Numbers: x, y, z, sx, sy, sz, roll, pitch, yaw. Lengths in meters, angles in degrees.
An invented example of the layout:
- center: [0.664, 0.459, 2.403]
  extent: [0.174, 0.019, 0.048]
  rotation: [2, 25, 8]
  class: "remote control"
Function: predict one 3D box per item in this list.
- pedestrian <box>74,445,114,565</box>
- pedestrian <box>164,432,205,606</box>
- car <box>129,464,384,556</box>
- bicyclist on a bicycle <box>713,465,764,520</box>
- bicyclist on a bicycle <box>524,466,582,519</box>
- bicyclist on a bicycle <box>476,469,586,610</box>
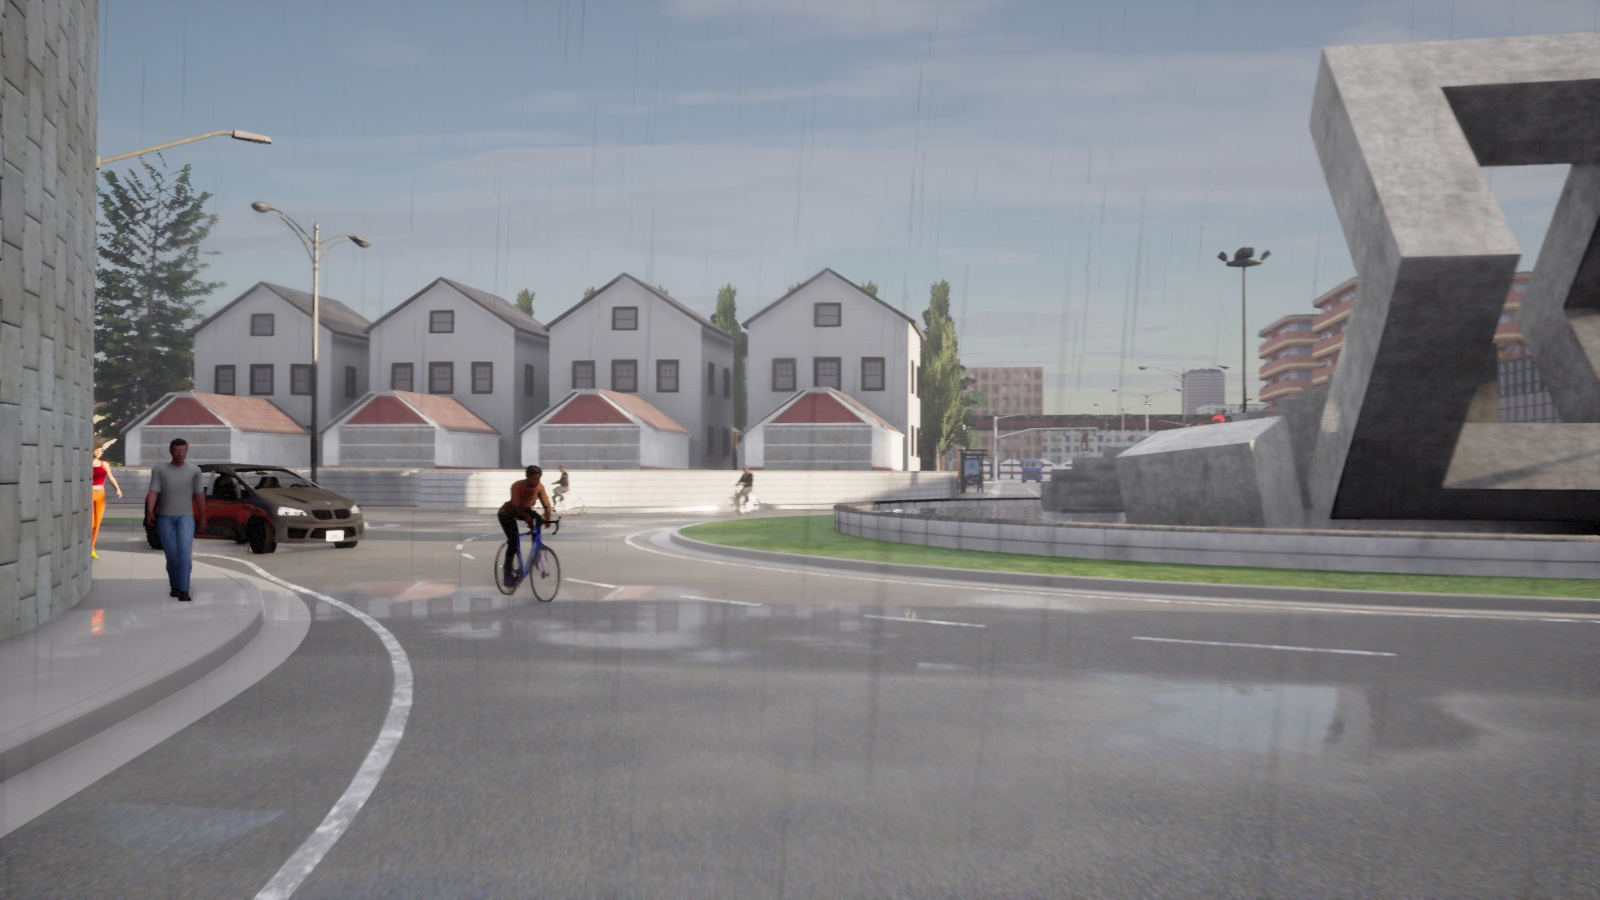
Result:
- center: [-11.019, 0.851, 19.596]
  extent: [0.594, 1.836, 0.345]
  rotation: [-1, -1, 39]
  class: "pedestrian"
- center: [-6.700, 0.731, 13.657]
  extent: [0.354, 1.836, 0.706]
  rotation: [0, -1, -29]
  class: "pedestrian"
- center: [-10.675, 1.124, 24.648]
  extent: [4.611, 1.667, 2.242]
  rotation: [-1, -1, 29]
  class: "car"
- center: [-2.035, 1.393, 41.683]
  extent: [0.659, 1.776, 1.843]
  rotation: [0, -1, 37]
  class: "bicyclist on a bicycle"
- center: [-8.413, 1.442, 42.779]
  extent: [1.843, 1.776, 0.659]
  rotation: [0, -2, -21]
  class: "bicyclist on a bicycle"
- center: [-3.283, 1.038, 15.231]
  extent: [0.582, 1.620, 1.656]
  rotation: [1, -1, -40]
  class: "bicyclist on a bicycle"
